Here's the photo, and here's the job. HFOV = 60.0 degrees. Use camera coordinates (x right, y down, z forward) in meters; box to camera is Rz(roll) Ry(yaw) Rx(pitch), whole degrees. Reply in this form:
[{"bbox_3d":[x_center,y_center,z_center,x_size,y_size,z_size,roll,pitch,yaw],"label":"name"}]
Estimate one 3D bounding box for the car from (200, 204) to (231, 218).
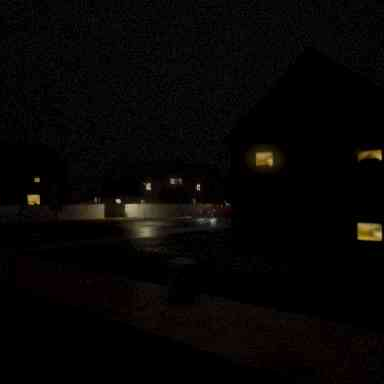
[{"bbox_3d":[2.917,2.202,40.127,2.097,1.767,4.553,0,-2,35],"label":"car"}]
